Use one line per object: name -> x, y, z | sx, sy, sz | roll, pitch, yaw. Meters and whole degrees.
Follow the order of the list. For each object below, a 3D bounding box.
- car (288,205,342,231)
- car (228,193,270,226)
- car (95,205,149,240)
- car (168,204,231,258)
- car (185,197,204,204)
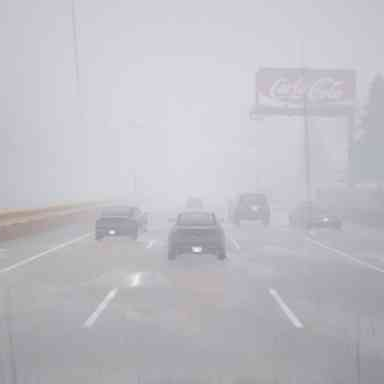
car -> 7.197, 1.446, 19.860 | 1.994, 1.385, 4.181 | 0, 0, 0
car -> 3.709, 1.081, 22.311 | 2.150, 2.045, 5.566 | 0, 1, 0
car -> -3.320, 1.390, 16.295 | 1.837, 1.490, 4.892 | 0, 1, 0
car -> 0.161, 1.424, 12.299 | 1.837, 1.490, 4.892 | 0, 1, 0
car -> 0.270, 1.264, 36.286 | 1.837, 1.490, 4.892 | 0, 1, 0
